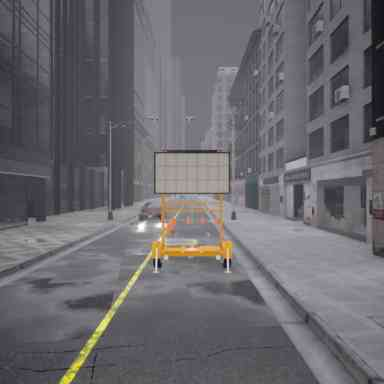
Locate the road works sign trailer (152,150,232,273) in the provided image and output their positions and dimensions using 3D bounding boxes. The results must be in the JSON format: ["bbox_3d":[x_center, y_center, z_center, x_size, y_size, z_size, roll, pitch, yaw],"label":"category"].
[{"bbox_3d":[0.005,0.464,10.635,2.380,3.560,2.880,0,0,0],"label":"road works sign trailer"}]

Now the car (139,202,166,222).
[{"bbox_3d":[-3.072,1.524,26.633,1.812,1.442,4.674,0,0,0],"label":"car"}]
